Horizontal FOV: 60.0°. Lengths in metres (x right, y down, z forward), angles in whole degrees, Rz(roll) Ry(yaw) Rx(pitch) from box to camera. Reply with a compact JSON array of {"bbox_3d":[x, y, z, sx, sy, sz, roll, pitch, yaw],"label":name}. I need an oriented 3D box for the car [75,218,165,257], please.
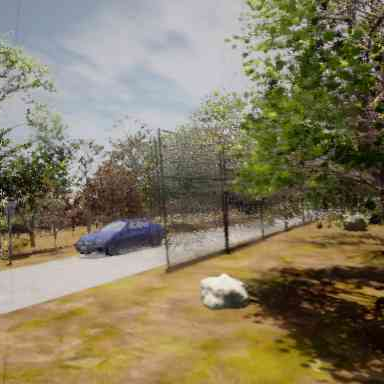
[{"bbox_3d":[-3.147,1.999,15.466,1.812,1.442,4.674,-5,-3,33],"label":"car"}]
